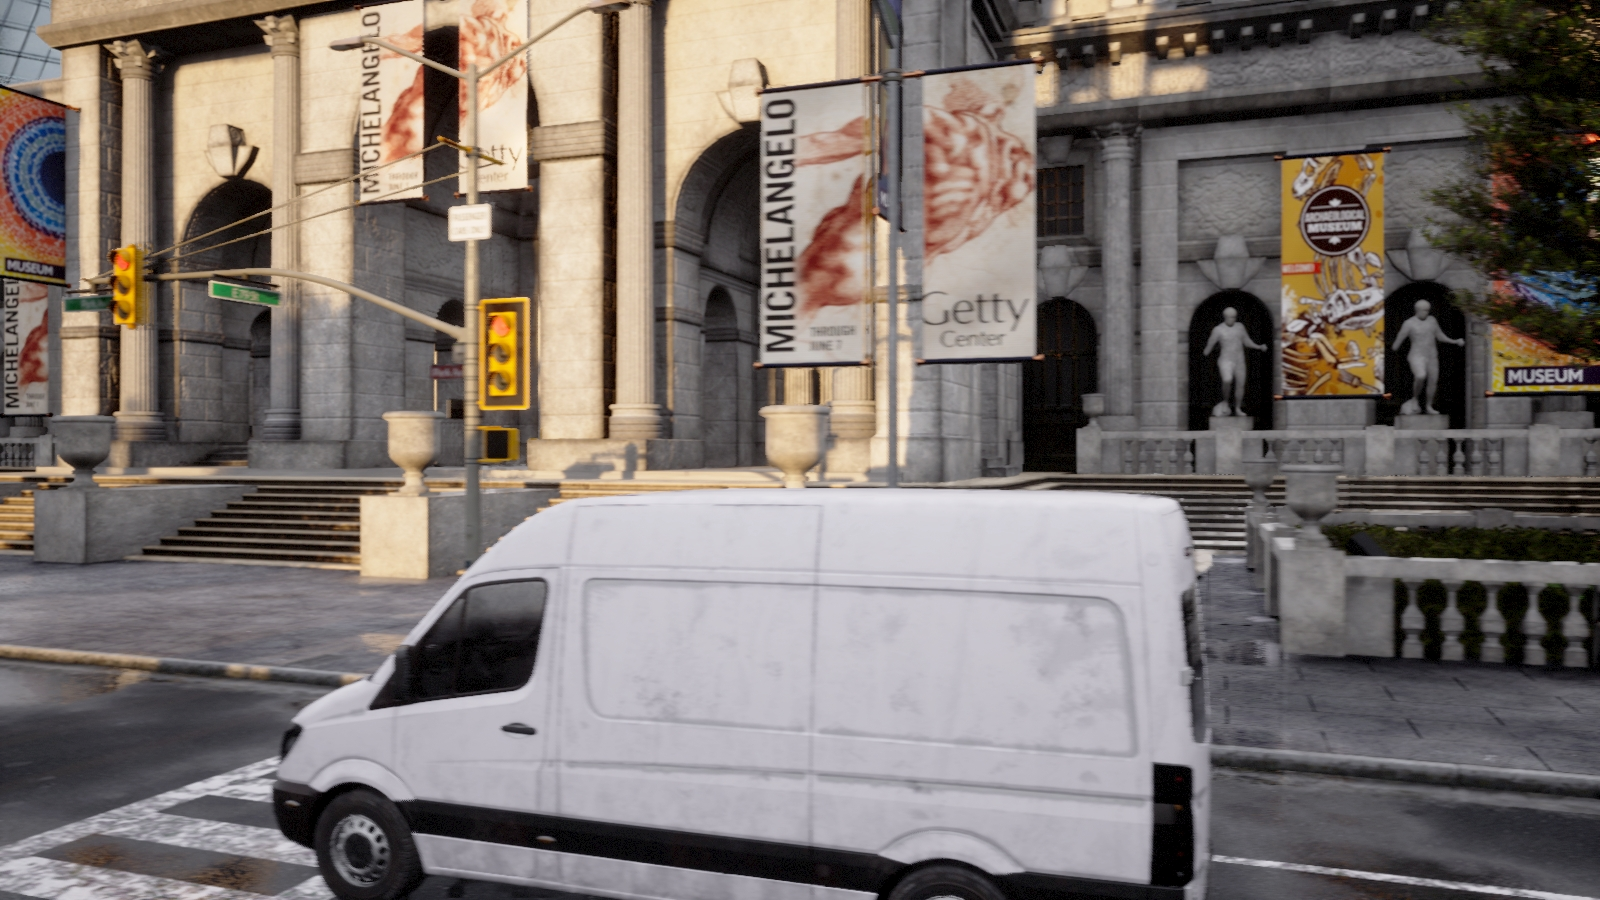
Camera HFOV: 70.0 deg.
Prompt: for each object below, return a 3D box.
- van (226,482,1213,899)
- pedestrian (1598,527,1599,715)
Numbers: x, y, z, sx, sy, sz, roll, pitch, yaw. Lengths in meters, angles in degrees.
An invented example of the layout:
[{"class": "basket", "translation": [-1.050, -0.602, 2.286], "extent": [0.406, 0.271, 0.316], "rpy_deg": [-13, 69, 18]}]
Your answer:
[{"class": "van", "translation": [-0.539, 1.534, 7.208], "extent": [5.915, 2.561, 1.988], "rpy_deg": [0, 0, 20]}, {"class": "pedestrian", "translation": [8.074, 1.696, 11.151], "extent": [0.375, 1.860, 0.375], "rpy_deg": [0, 0, 17]}]
